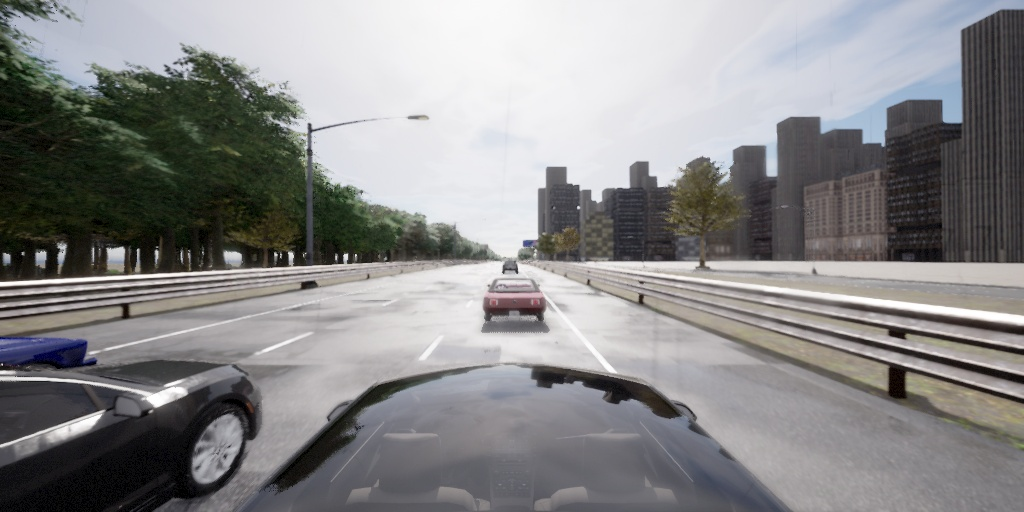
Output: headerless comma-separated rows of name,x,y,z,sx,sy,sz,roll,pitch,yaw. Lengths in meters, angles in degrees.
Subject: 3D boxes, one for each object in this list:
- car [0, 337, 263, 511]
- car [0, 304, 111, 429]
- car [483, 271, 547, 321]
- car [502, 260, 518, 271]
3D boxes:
car,-3.405,1.257,1.591,1.837,1.490,4.892,0,0,0
car,-6.905,1.358,2.965,1.895,1.301,4.718,0,0,0
car,0.066,1.382,12.616,1.895,1.301,4.718,0,0,0
car,-0.220,1.266,44.887,2.033,1.649,4.856,0,0,-1
